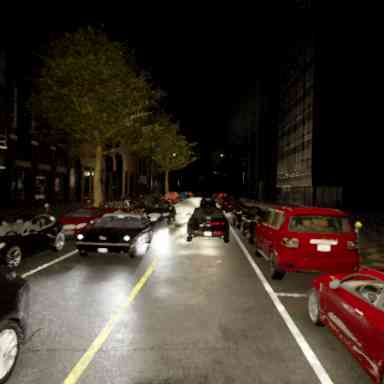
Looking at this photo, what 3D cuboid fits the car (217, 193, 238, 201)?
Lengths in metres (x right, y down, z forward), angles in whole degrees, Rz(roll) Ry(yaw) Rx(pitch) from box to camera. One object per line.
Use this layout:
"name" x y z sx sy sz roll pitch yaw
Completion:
"car" 4.392 1.203 38.017 2.192 1.841 5.009 2 0 3

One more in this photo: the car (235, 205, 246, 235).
"car" 3.330 1.549 15.488 1.947 1.339 4.313 2 0 3

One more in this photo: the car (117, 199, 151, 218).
"car" -4.656 1.303 27.157 1.802 1.307 4.206 2 0 3

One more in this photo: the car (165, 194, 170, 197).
"car" -4.128 1.243 38.423 1.947 1.339 4.313 2 0 3

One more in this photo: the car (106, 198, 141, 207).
"car" -4.916 1.186 21.522 1.967 1.590 4.097 2 0 3

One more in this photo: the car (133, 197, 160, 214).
"car" -4.398 1.224 32.619 1.752 1.417 4.829 2 0 3

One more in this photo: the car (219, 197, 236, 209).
"car" 4.649 1.434 43.650 1.947 1.339 4.313 2 0 3

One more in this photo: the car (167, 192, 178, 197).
"car" -3.599 1.182 49.690 1.887 1.381 4.507 2 0 3

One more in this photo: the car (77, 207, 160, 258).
"car" -2.599 1.458 12.288 1.895 1.301 4.718 1 0 3

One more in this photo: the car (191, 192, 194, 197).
"car" -1.484 0.849 94.756 2.192 1.841 5.009 1 0 3

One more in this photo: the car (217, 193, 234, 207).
"car" 4.920 1.163 49.282 2.192 1.841 5.009 2 0 3

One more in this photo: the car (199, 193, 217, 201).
"car" 1.839 1.301 38.501 1.882 1.535 5.008 1 1 3

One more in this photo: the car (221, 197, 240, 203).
"car" 4.122 1.454 32.385 1.887 1.381 4.507 2 0 3

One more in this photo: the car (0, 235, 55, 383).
"car" -3.059 1.414 2.384 1.837 1.490 4.892 1 0 3

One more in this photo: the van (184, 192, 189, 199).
"van" -2.276 0.899 77.855 1.690 1.788 3.998 1 0 3

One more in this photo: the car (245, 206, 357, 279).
"car" 3.073 1.325 9.855 2.192 1.841 5.009 2 0 3

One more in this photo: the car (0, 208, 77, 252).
"car" -5.447 1.365 10.257 1.947 1.339 4.313 2 0 3

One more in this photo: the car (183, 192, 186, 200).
"car" -2.808 1.162 66.589 1.802 1.307 4.206 2 0 3

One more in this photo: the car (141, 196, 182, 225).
"car" -2.109 1.301 22.352 2.128 1.511 4.902 1 0 3

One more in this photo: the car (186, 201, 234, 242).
"car" 0.769 1.424 15.921 1.837 1.490 4.892 1 1 3

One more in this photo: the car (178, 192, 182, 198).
"car" -3.329 0.932 55.322 2.192 1.841 5.009 2 0 3

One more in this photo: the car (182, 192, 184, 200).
"car" -3.071 1.163 60.957 1.947 1.339 4.313 2 0 3

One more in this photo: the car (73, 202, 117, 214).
"car" -5.184 1.354 15.890 1.802 1.307 4.206 2 0 3

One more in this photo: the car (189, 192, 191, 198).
"car" -2.015 0.990 83.489 1.967 1.590 4.097 1 0 3

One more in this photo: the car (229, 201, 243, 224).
"car" 3.594 1.522 21.120 1.947 1.339 4.313 2 0 3

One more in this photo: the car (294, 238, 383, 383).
"car" 2.801 1.622 4.223 1.802 1.307 4.206 2 0 3

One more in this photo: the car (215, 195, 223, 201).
"car" 6.231 1.351 77.445 1.802 1.307 4.206 1 0 3
